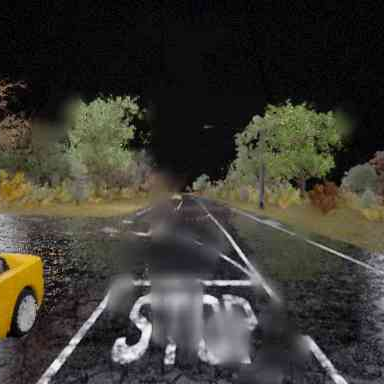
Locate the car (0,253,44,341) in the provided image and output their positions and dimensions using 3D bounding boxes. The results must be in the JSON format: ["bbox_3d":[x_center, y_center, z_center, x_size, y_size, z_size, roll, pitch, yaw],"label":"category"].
[{"bbox_3d":[-3.497,1.474,3.737,1.882,1.535,5.008,0,0,0],"label":"car"}]

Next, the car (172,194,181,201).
[{"bbox_3d":[-3.625,1.317,77.599,1.882,1.535,5.008,0,0,3],"label":"car"}]
